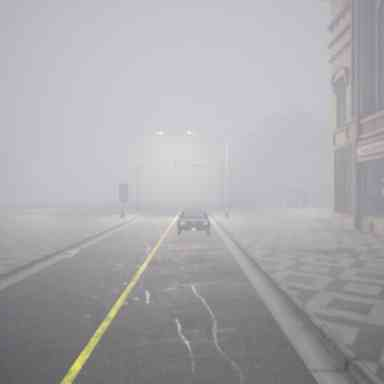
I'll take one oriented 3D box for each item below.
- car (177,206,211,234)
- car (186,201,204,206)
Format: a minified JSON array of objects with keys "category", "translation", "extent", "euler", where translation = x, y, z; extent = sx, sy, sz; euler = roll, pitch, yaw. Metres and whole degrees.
[{"category":"car","translation":[0.100,1.729,20.074],"extent":[1.895,1.301,4.718],"euler":[0,0,0]},{"category":"car","translation":[0.271,1.726,37.609],"extent":[2.128,1.511,4.902],"euler":[0,0,4]}]
